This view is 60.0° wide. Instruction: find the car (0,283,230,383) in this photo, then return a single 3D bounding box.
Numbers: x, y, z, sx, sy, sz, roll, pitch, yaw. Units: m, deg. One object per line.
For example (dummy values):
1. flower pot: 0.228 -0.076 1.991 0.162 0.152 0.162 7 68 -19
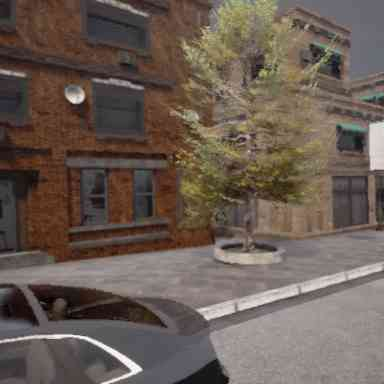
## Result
1. car: -1.971 1.505 1.971 4.892 1.490 1.837 0 0 -36
